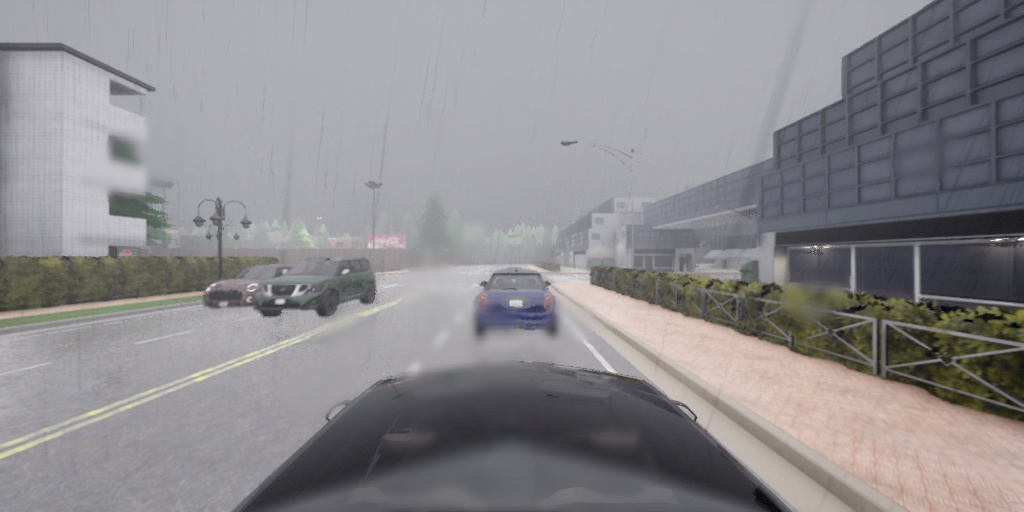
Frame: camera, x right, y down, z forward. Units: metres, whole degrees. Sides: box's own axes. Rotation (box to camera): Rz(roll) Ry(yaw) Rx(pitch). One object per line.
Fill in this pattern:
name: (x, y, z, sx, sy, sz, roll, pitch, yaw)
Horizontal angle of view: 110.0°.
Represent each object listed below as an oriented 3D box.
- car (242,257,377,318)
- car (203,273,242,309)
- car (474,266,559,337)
car: (-7.069, 1.048, 13.726, 2.150, 2.045, 5.566, 0, 0, 0)
car: (-10.557, 1.188, 15.404, 2.097, 1.767, 4.553, 0, 0, 0)
car: (0.113, 1.159, 10.625, 2.097, 1.767, 4.553, 0, 0, 0)
